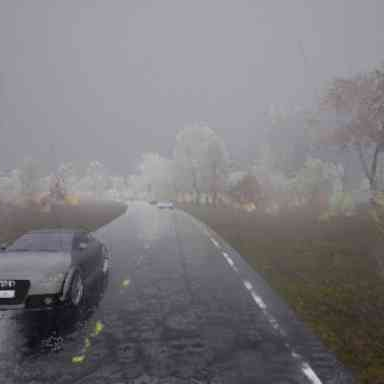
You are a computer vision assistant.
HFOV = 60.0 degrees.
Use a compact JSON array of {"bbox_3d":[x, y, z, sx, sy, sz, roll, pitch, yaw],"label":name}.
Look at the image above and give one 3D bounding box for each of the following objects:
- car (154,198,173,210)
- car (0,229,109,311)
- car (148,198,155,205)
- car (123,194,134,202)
[{"bbox_3d":[-3.733,1.724,45.563,1.895,1.301,4.718,0,0,-9],"label":"car"},{"bbox_3d":[-3.289,1.591,7.773,1.994,1.385,4.181,0,0,-2],"label":"car"},{"bbox_3d":[-7.403,1.773,64.132,1.895,1.301,4.718,0,0,-13],"label":"car"},{"bbox_3d":[-16.312,1.457,85.094,2.150,2.045,5.566,0,0,-17],"label":"car"}]
